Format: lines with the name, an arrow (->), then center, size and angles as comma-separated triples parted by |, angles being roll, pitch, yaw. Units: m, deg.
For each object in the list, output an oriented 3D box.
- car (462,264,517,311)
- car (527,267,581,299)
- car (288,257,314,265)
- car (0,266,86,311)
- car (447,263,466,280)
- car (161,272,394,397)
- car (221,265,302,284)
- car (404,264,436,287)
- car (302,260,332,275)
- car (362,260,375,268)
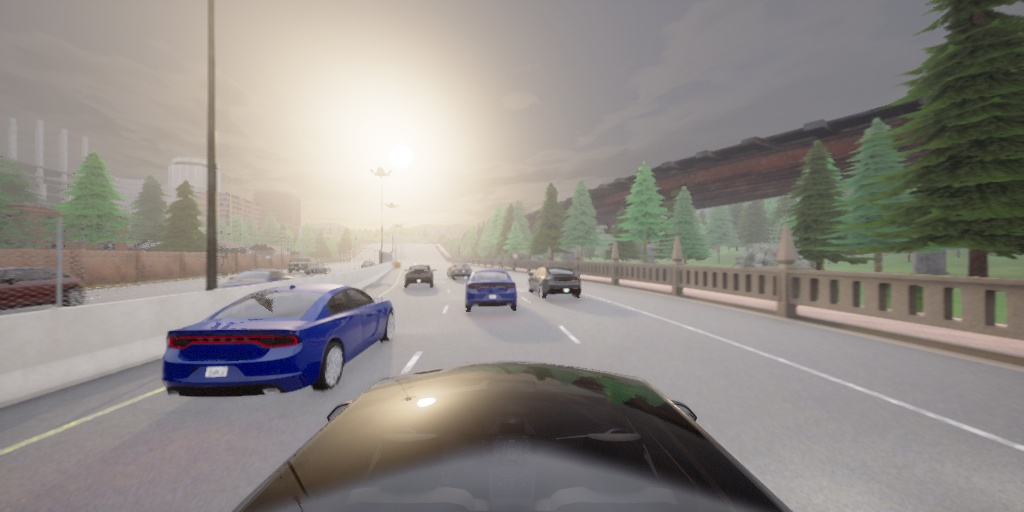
car -> -0.951, 1.248, 14.712 | 1.882, 1.535, 5.008 | 0, 0, -7
car -> 2.039, 1.267, 18.322 | 1.837, 1.490, 4.892 | 0, 0, -9
car -> -27.201, 1.144, 46.551 | 2.150, 2.045, 5.566 | 0, 0, -16
car -> -18.512, 1.194, 12.842 | 2.097, 1.767, 4.553 | 0, 0, -8
car -> -4.781, 1.355, 32.649 | 2.033, 1.411, 5.357 | 0, 0, -16
car -> -3.708, 1.250, 6.809 | 1.882, 1.535, 5.008 | 0, 0, -3
car -> -12.081, 1.346, 17.134 | 1.812, 1.442, 4.674 | 0, 0, -10
car -> -6.417, 1.311, 24.997 | 1.837, 1.490, 4.892 | 0, 0, -13
car -> -21.853, 1.455, 40.618 | 1.994, 1.385, 4.181 | 0, 0, -16
car -> -23.757, 1.418, 59.725 | 2.128, 1.511, 4.902 | 0, 0, -16
